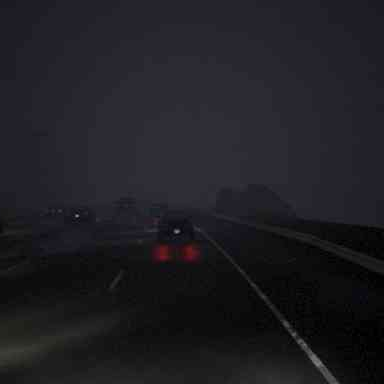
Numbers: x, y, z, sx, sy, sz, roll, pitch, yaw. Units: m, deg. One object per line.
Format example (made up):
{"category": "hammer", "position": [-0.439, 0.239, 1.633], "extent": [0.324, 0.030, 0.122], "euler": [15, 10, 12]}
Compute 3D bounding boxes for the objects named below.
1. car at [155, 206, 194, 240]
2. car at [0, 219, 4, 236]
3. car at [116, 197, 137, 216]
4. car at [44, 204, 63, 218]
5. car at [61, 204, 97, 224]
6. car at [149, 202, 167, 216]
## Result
{"category": "car", "position": [-0.936, 1.704, 18.062], "extent": [1.812, 1.442, 4.674], "euler": [0, -1, -5]}
{"category": "car", "position": [-11.342, 1.535, 16.554], "extent": [2.097, 1.767, 4.553], "euler": [0, -1, -5]}
{"category": "car", "position": [-7.544, 1.607, 38.243], "extent": [2.150, 2.045, 5.566], "euler": [0, -1, -12]}
{"category": "car", "position": [-13.956, 1.912, 34.787], "extent": [2.033, 1.411, 5.357], "euler": [0, -1, -11]}
{"category": "car", "position": [-9.230, 1.852, 27.847], "extent": [1.994, 1.385, 4.181], "euler": [0, -1, -9]}
{"category": "car", "position": [-3.684, 1.856, 36.723], "extent": [2.128, 1.511, 4.902], "euler": [0, -1, -11]}
